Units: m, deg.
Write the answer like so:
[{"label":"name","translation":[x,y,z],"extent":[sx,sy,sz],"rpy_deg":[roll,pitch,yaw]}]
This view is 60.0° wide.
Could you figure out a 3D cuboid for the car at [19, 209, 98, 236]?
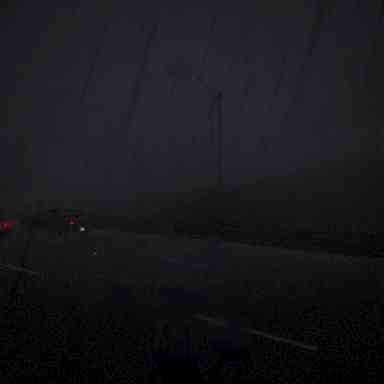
[{"label":"car","translation":[-7.233,1.530,17.747],"extent":[4.718,1.301,1.895],"rpy_deg":[0,0,35]}]

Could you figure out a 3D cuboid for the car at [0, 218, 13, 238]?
[{"label":"car","translation":[-10.590,1.522,15.842],"extent":[4.718,1.301,1.895],"rpy_deg":[0,0,35]}]
